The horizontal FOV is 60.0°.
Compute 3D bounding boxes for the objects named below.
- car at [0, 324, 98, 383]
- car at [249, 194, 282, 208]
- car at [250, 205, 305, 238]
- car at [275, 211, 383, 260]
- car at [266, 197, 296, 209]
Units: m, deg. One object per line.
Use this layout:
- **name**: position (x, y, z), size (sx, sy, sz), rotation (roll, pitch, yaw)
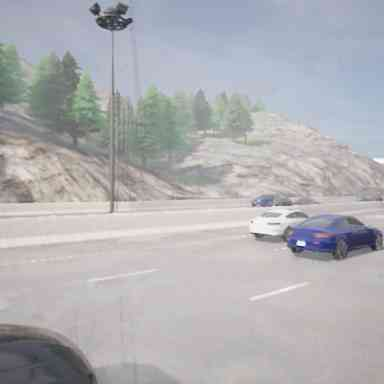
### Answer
- **car**: position (-2.954, 1.512, 1.739), size (4.892, 1.490, 1.837), rotation (0, 0, -35)
- **car**: position (11.482, 1.306, 51.597), size (5.566, 2.045, 2.150), rotation (0, 0, -43)
- **car**: position (4.806, 1.552, 16.546), size (4.674, 1.442, 1.812), rotation (0, 0, -40)
- **car**: position (5.417, 1.543, 12.523), size (4.674, 1.442, 1.812), rotation (0, 0, -39)
- **car**: position (12.883, 1.579, 48.098), size (4.892, 1.490, 1.837), rotation (-1, 0, -44)
